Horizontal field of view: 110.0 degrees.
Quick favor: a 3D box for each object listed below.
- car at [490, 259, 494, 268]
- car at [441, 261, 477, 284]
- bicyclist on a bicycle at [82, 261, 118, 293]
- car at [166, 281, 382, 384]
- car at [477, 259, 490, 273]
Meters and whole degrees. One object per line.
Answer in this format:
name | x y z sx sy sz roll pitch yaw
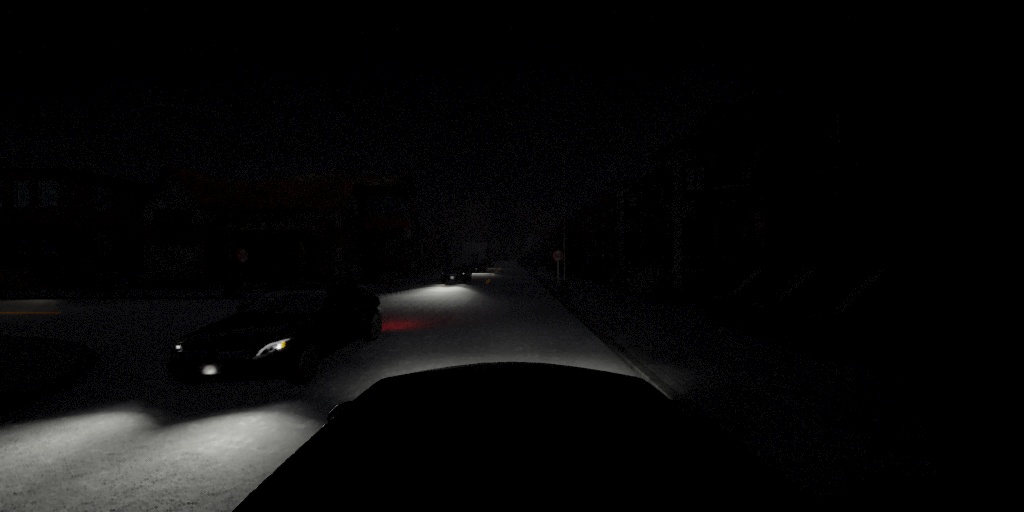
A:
car | -4.081 1.237 61.571 1.882 1.535 5.008 0 0 0
car | -4.143 1.242 27.274 2.128 1.511 4.902 0 0 0
bicyclist on a bicycle | -21.605 1.099 18.841 0.582 1.620 1.656 0 0 0
car | -4.106 1.276 7.190 1.812 1.442 4.674 0 0 0
car | -4.155 1.314 43.626 1.994 1.385 4.181 0 0 0
